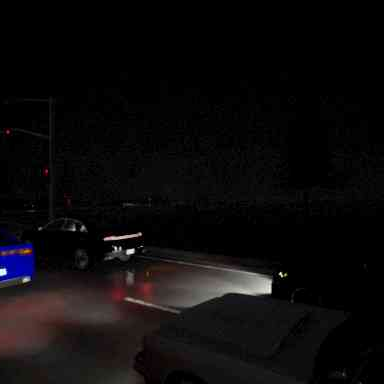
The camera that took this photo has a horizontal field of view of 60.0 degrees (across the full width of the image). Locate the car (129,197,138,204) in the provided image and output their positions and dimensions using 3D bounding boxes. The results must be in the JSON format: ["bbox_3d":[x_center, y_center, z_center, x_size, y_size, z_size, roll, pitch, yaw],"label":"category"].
[{"bbox_3d":[-10.933,1.564,64.063,1.994,1.385,4.181,0,0,35],"label":"car"}]

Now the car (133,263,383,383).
[{"bbox_3d":[1.749,1.601,2.746,4.718,1.301,1.895,0,0,36],"label":"car"}]

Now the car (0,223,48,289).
[{"bbox_3d":[-5.867,1.477,8.164,5.008,1.535,1.882,0,0,36],"label":"car"}]

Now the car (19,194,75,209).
[{"bbox_3d":[-18.049,1.222,41.651,2.150,2.045,5.566,0,0,35],"label":"car"}]

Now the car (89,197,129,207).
[{"bbox_3d":[-12.379,1.491,49.799,2.128,1.511,4.902,0,0,35],"label":"car"}]

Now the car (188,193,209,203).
[{"bbox_3d":[1.414,1.205,69.359,2.150,2.045,5.566,0,0,36],"label":"car"}]

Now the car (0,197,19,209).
[{"bbox_3d":[-24.373,1.504,44.818,1.837,1.490,4.892,0,0,35],"label":"car"}]

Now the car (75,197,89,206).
[{"bbox_3d":[-18.811,1.547,52.814,2.033,1.411,5.357,0,0,35],"label":"car"}]

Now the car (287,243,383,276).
[{"bbox_3d":[3.535,1.564,5.764,4.181,1.385,1.994,0,0,36],"label":"car"}]

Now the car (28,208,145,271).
[{"bbox_3d":[-3.733,1.491,10.940,4.902,1.511,2.128,0,0,36],"label":"car"}]

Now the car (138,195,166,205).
[{"bbox_3d":[-6.646,1.351,58.016,2.097,1.767,4.553,0,0,35],"label":"car"}]
